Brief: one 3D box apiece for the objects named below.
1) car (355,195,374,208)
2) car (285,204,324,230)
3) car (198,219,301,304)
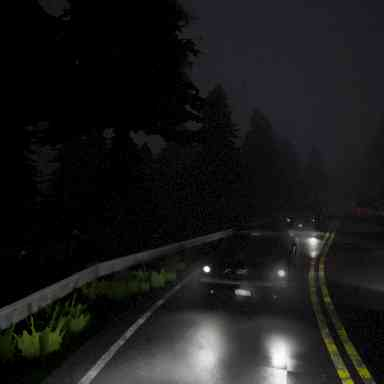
[{"bbox_3d":[20.861,1.058,40.152,2.128,1.511,4.902,-2,0,28],"label":"car"},{"bbox_3d":[7.164,1.453,20.790,2.033,1.411,5.357,-2,0,26],"label":"car"},{"bbox_3d":[1.655,1.599,8.438,1.895,1.301,4.718,-1,0,18],"label":"car"}]
